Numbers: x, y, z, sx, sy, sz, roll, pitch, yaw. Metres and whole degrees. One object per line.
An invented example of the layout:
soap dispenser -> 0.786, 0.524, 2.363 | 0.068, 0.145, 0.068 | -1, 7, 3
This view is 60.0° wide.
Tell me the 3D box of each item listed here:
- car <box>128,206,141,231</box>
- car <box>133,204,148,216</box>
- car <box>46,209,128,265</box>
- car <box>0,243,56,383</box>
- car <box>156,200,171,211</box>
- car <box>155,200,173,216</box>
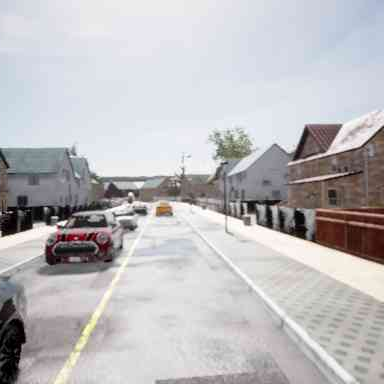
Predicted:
car -> -4.791, 1.893, 22.861 | 1.895, 1.301, 4.718 | -1, 0, -5
car -> -6.111, 2.063, 38.596 | 1.895, 1.301, 4.718 | -1, 0, -5
car -> -3.881, 1.545, 12.656 | 2.097, 1.767, 4.553 | -1, 0, -5
car -> -2.971, 1.583, 2.573 | 2.128, 1.511, 4.902 | -1, 0, -5
car -> -4.192, 1.964, 48.998 | 2.128, 1.511, 4.902 | -1, 0, -5
car -> -3.214, 1.849, 38.248 | 1.882, 1.535, 5.008 | -1, 0, -5
